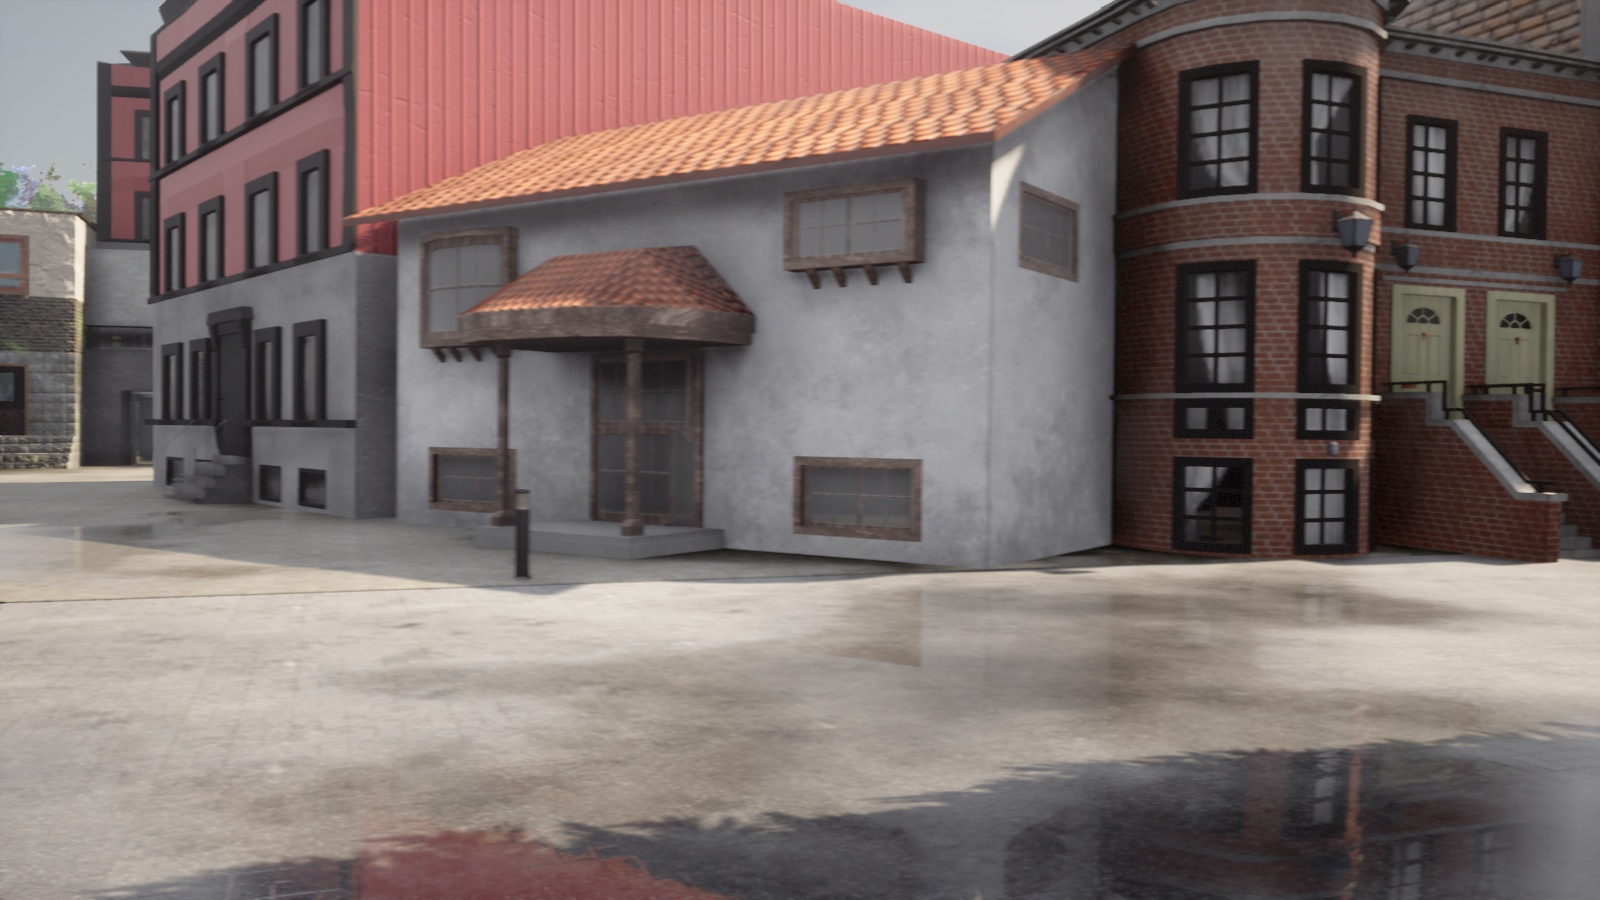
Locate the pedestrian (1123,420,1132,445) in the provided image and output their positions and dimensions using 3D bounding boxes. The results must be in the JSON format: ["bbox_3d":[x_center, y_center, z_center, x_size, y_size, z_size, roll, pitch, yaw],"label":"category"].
[{"bbox_3d":[24.176,-1.263,92.785,0.345,1.836,0.594,-1,1,-18],"label":"pedestrian"}]
